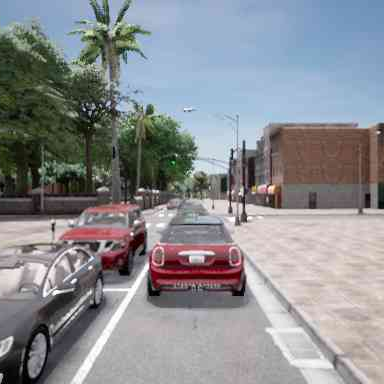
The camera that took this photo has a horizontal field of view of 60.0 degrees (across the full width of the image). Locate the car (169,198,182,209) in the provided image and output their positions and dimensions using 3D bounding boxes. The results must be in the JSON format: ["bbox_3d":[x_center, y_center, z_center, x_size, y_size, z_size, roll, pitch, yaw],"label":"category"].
[{"bbox_3d":[-2.651,1.861,54.567,1.967,1.590,4.097,0,-1,0],"label":"car"}]

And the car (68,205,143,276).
[{"bbox_3d":[-2.641,1.377,10.732,2.192,1.841,5.009,0,0,0],"label":"car"}]

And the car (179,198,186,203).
[{"bbox_3d":[-2.661,2.425,94.384,1.887,1.381,4.507,0,-1,0],"label":"car"}]

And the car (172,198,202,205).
[{"bbox_3d":[-0.075,1.487,21.630,2.097,1.767,4.553,0,0,-3],"label":"car"}]

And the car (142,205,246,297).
[{"bbox_3d":[0.097,1.402,8.889,2.097,1.767,4.553,0,0,0],"label":"car"}]

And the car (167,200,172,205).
[{"bbox_3d":[-2.651,1.806,48.879,1.967,1.590,4.097,0,-1,0],"label":"car"}]

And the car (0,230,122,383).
[{"bbox_3d":[-2.639,1.580,5.267,2.008,1.369,4.403,0,0,0],"label":"car"}]
